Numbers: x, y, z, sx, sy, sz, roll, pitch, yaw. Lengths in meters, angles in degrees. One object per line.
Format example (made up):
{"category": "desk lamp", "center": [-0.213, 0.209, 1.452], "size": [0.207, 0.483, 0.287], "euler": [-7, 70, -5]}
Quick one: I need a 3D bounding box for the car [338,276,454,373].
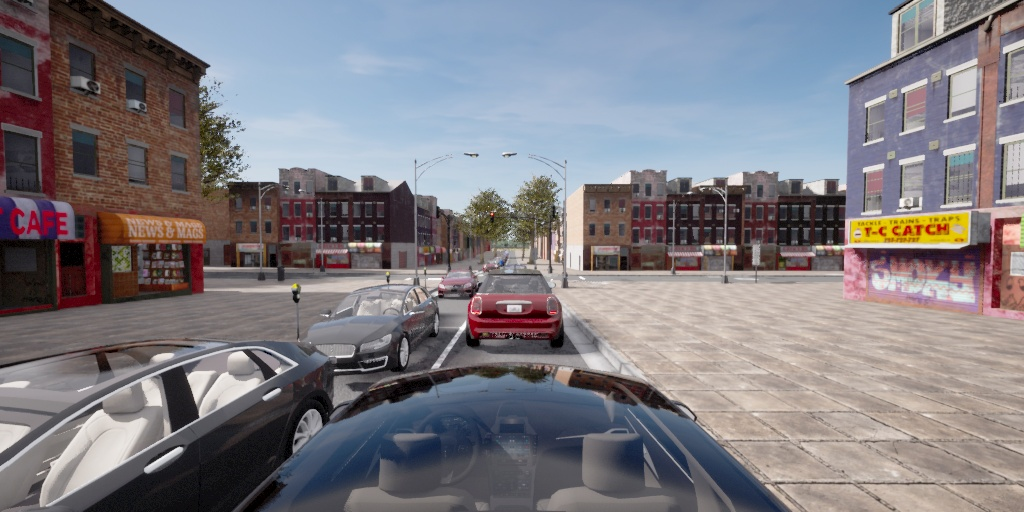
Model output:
{"category": "car", "center": [-2.632, 1.298, 7.436], "size": [2.007, 1.370, 4.403], "euler": [0, 0, 0]}

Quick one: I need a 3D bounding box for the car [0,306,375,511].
{"category": "car", "center": [-2.640, 1.300, 1.988], "size": [2.007, 1.370, 4.403], "euler": [0, 0, 0]}

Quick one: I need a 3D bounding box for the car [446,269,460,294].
{"category": "car", "center": [-2.617, 1.332, 18.330], "size": [1.802, 1.307, 4.207], "euler": [0, 0, 0]}

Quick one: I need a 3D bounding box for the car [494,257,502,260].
{"category": "car", "center": [-2.578, 1.233, 45.106], "size": [1.967, 1.591, 4.097], "euler": [0, 0, 0]}

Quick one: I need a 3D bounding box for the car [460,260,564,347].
{"category": "car", "center": [0.109, 1.099, 9.481], "size": [2.097, 1.767, 4.553], "euler": [0, 0, 2]}
